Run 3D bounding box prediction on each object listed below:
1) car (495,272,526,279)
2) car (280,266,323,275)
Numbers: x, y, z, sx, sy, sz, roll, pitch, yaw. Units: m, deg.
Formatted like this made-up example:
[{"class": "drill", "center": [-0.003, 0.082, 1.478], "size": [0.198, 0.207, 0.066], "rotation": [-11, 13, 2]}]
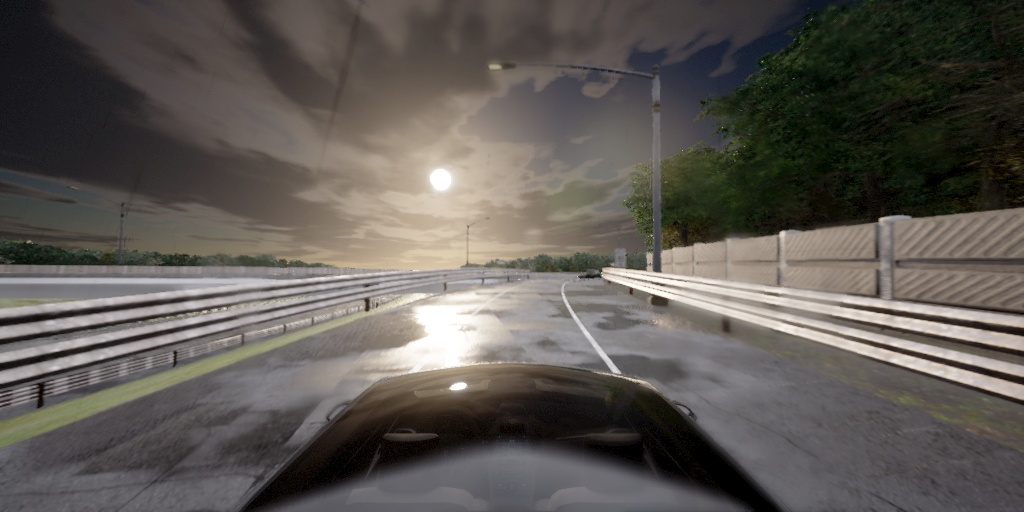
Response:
[{"class": "car", "center": [0.116, 3.109, 61.192], "size": [5.008, 1.535, 1.882], "rotation": [3, -4, -39]}, {"class": "car", "center": [-26.340, 1.939, 45.068], "size": [4.674, 1.442, 1.812], "rotation": [2, -4, -22]}]
